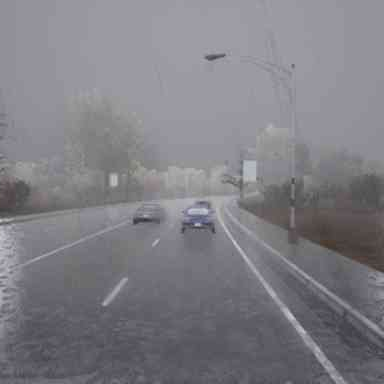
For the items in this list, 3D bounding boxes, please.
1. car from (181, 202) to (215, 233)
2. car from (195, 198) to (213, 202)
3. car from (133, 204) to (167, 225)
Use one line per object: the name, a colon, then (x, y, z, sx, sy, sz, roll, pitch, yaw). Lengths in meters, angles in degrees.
car: (0.375, 1.512, 19.476, 1.812, 1.442, 4.674, 0, 0, 2)
car: (1.375, 1.478, 39.594, 1.837, 1.490, 4.892, 0, 0, 4)
car: (-2.968, 1.544, 24.097, 1.994, 1.385, 4.181, 0, 0, 2)
